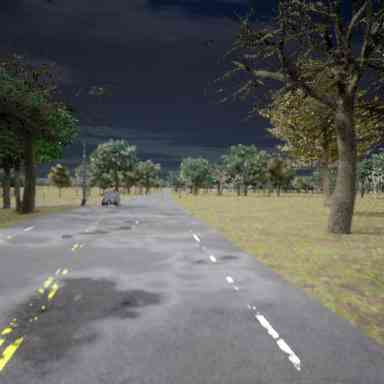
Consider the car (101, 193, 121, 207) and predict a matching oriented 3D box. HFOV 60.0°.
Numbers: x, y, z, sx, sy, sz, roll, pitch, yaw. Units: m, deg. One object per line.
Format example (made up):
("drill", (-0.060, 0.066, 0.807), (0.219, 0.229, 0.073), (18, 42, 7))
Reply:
("car", (-11.541, 1.108, 47.848), (2.150, 2.045, 5.566), (1, 0, -5))
